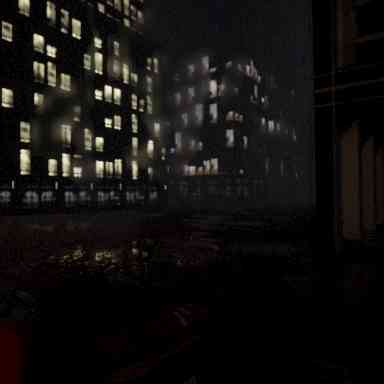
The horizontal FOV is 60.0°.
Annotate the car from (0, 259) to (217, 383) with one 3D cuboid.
[{"bbox_3d":[-1.843,1.535,4.205,4.507,1.381,1.887,0,-1,35],"label":"car"}]
